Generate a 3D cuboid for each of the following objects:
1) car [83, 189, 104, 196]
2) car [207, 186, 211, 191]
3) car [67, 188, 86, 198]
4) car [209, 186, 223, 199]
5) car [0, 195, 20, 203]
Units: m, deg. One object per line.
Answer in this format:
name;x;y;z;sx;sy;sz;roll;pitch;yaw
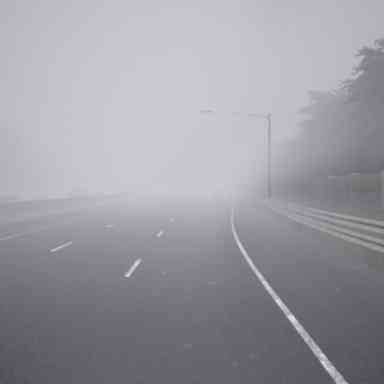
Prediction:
car;-16.382;0.725;56.677;1.837;1.490;4.892;0;1;2
car;5.672;-0.144;91.171;1.895;1.301;4.718;0;2;2
car;-19.825;0.412;58.114;2.150;2.045;5.566;0;1;2
car;4.906;0.261;64.864;2.097;1.767;4.553;0;1;2
car;-23.776;1.086;41.891;2.033;1.411;5.357;0;1;2
